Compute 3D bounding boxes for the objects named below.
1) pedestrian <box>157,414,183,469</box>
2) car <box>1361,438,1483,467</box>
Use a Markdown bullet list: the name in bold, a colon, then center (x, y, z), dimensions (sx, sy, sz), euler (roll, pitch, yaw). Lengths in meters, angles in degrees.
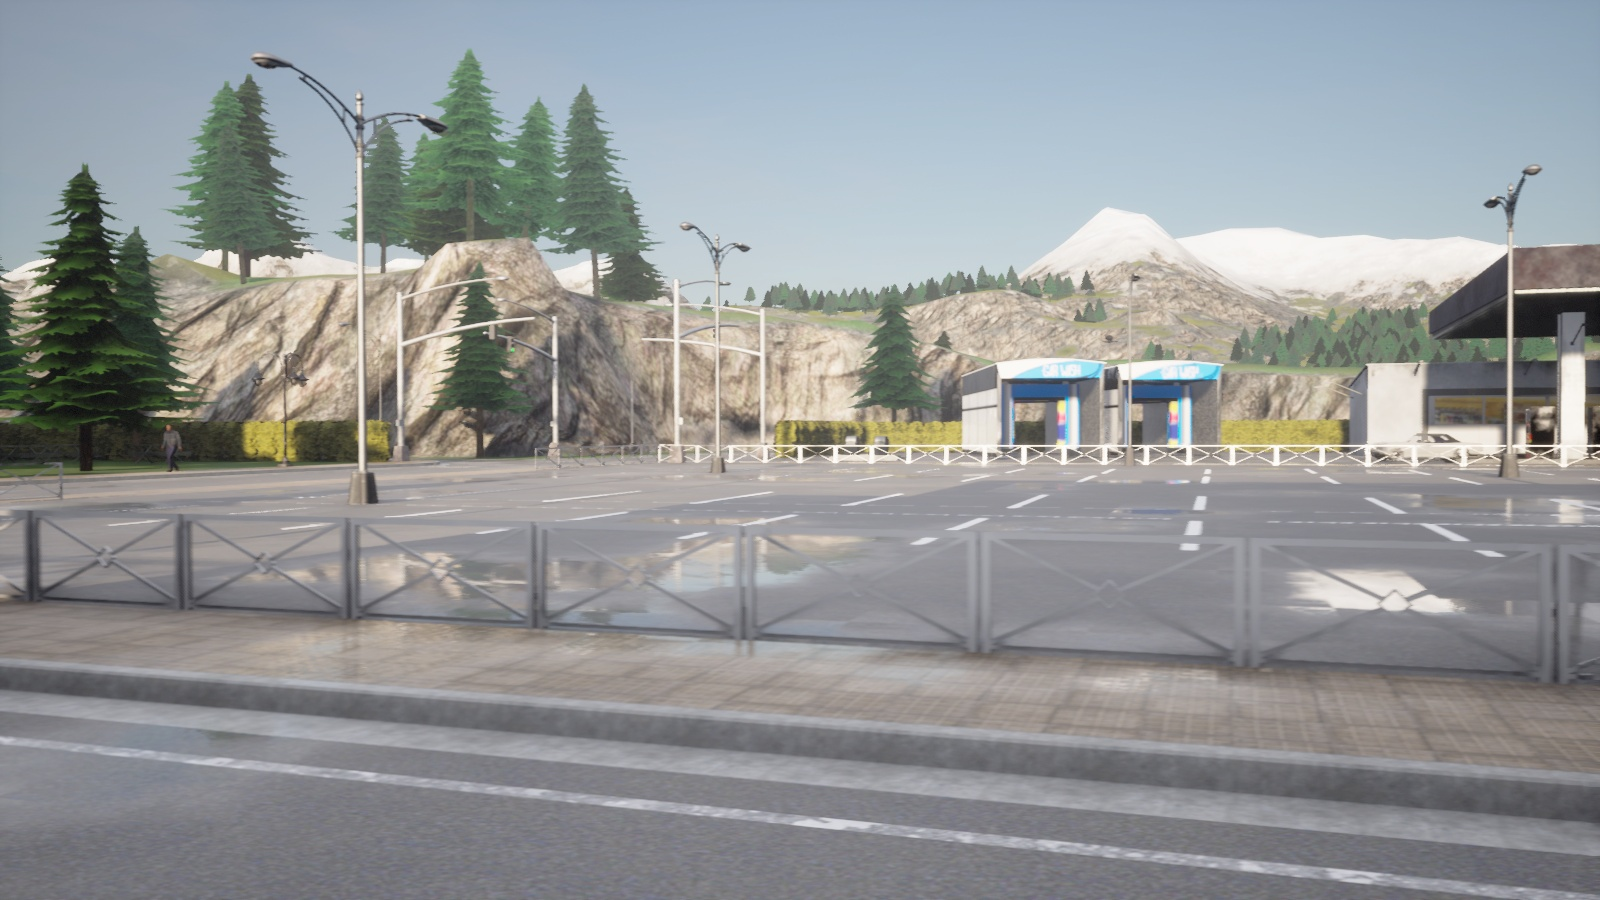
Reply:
- **pedestrian**: center (-22.457, -0.304, 44.770), dimensions (0.423, 1.949, 0.788), euler (0, 1, 16)
- **car**: center (28.972, 0.113, 58.608), dimensions (4.718, 1.301, 1.895), euler (0, 1, 4)
